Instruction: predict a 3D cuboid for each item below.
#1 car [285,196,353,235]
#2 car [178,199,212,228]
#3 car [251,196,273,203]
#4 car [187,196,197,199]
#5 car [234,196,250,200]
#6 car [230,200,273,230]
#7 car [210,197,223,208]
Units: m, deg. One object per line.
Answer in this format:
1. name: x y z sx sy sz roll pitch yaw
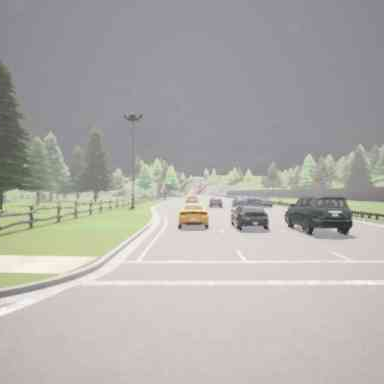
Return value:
1. car: 7.096 1.234 19.126 2.150 2.045 5.566 0 0 0
2. car: 0.093 1.493 22.555 1.882 1.535 5.008 0 0 0
3. car: 10.489 1.580 48.805 2.033 1.411 5.357 0 0 0
4. car: 0.000 1.384 50.018 2.097 1.767 4.553 0 0 0
5. car: 6.989 1.558 49.263 1.812 1.442 4.674 0 0 0
6. car: 3.594 1.519 21.251 1.837 1.490 4.892 0 0 0
7. car: 3.494 1.525 49.275 2.128 1.511 4.902 0 0 0
